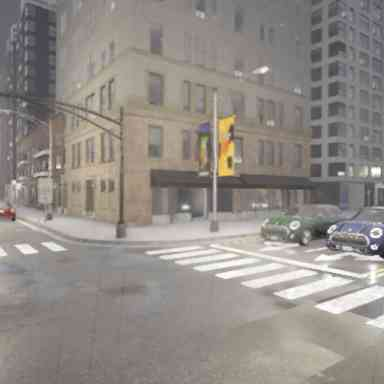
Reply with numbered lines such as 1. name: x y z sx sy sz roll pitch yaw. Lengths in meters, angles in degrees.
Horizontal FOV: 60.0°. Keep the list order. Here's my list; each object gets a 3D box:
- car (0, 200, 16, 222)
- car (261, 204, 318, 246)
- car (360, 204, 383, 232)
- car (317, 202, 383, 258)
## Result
1. car: -14.952 1.430 25.836 1.967 1.590 4.097 0 0 -35
2. car: 5.313 1.369 15.440 4.553 1.767 2.097 0 0 -35
3. car: 12.620 1.533 20.647 4.892 1.490 1.837 0 0 -35
4. car: 7.199 1.369 12.794 4.553 1.767 2.097 0 0 -35
